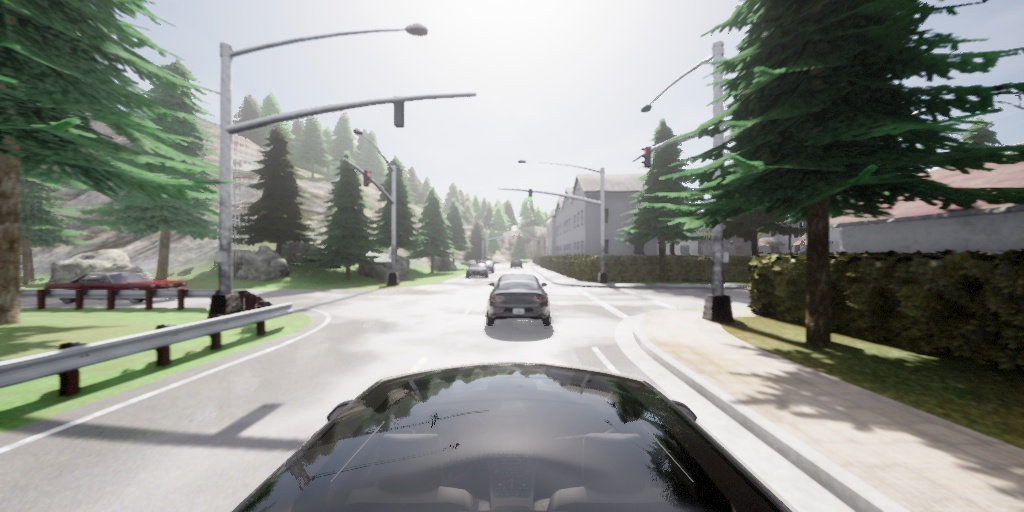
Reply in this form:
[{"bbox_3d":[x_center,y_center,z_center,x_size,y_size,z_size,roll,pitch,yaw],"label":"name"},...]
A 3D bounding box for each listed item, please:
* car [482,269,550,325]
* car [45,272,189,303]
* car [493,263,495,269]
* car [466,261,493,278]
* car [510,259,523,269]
[{"bbox_3d":[0.201,1.301,11.752,1.812,1.442,4.674,0,0,1],"label":"car"},{"bbox_3d":[-17.528,1.381,16.120,4.718,1.301,1.895,0,0,0],"label":"car"},{"bbox_3d":[-3.121,1.321,44.701,2.128,1.511,4.902,0,0,1],"label":"car"},{"bbox_3d":[-3.245,1.374,34.648,1.994,1.385,4.181,0,0,1],"label":"car"},{"bbox_3d":[0.746,1.214,60.731,2.097,1.767,4.553,0,0,1],"label":"car"}]
